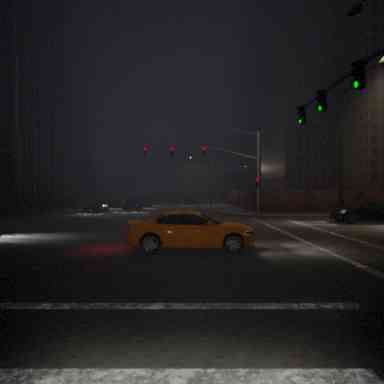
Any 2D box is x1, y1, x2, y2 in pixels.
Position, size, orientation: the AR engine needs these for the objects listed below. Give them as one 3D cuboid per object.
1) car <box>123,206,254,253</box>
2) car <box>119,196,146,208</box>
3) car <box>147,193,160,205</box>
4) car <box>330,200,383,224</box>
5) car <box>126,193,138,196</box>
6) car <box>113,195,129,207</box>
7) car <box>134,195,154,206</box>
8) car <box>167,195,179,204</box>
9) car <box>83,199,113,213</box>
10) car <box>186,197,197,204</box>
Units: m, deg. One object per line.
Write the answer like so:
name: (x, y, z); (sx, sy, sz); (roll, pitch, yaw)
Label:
car: (-0.101, 1.477, 13.065); (5.008, 1.535, 1.882); (0, 0, -1)
car: (-7.156, 1.523, 40.535); (1.812, 1.442, 4.674); (0, 0, -1)
car: (-7.158, 1.218, 60.156); (2.150, 2.045, 5.566); (0, 0, 1)
car: (12.368, 1.350, 23.875); (4.553, 1.767, 2.097); (0, 0, 0)
car: (-10.669, 1.218, 58.308); (2.150, 2.045, 5.566); (0, 0, 0)
car: (-10.687, 1.544, 47.617); (2.033, 1.411, 5.357); (0, 0, 0)
car: (-7.185, 1.523, 49.629); (1.812, 1.442, 4.674); (0, 0, 0)
car: (-3.624, 1.348, 64.898); (2.097, 1.767, 4.553); (0, 0, 0)
car: (-10.707, 1.545, 37.542); (2.033, 1.411, 5.357); (0, 0, -3)
car: (-0.124, 1.560, 64.935); (1.994, 1.385, 4.181); (0, 0, 0)
